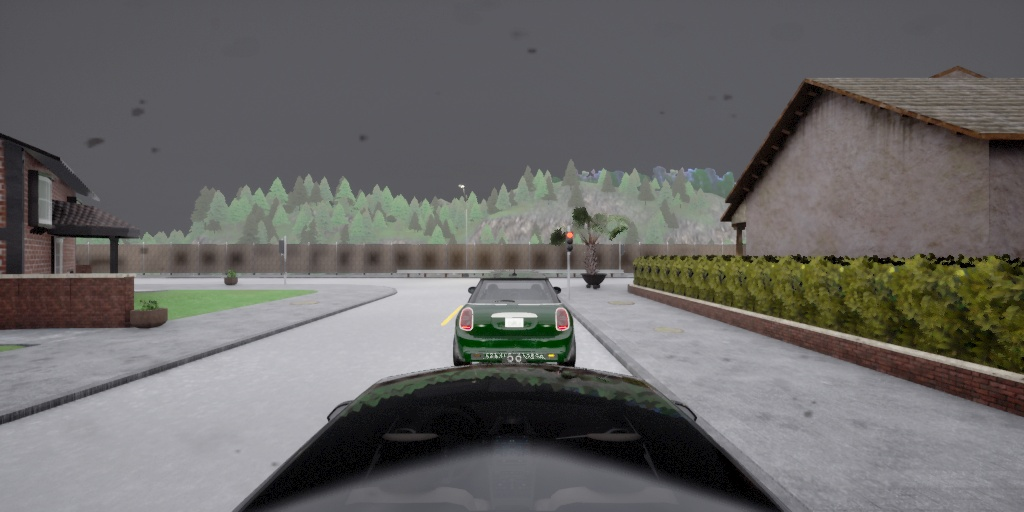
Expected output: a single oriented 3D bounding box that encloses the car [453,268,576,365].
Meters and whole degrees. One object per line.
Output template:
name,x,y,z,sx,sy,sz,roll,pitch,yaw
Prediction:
car,0.057,1.102,7.953,2.097,1.767,4.553,0,0,0
